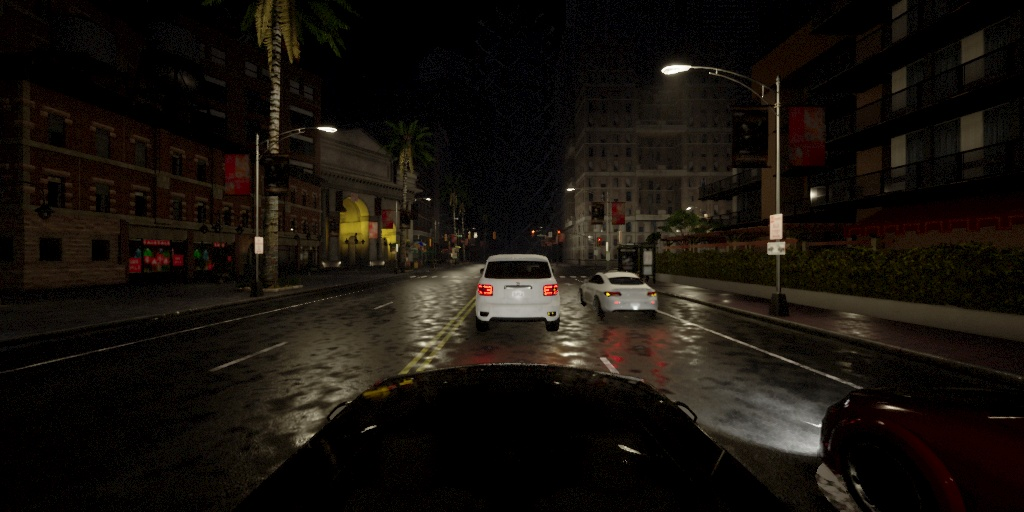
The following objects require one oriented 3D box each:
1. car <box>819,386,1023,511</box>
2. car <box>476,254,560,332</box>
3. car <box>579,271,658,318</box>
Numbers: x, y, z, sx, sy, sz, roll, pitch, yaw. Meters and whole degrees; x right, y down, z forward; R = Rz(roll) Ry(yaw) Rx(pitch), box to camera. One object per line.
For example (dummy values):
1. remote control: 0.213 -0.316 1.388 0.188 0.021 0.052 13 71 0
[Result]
1. car: 3.684 1.314 1.370 1.994 1.385 4.181 0 0 -1
2. car: 0.157 0.972 11.063 2.150 2.045 5.566 0 0 0
3. car: 3.671 1.276 12.924 1.812 1.442 4.674 0 0 0
